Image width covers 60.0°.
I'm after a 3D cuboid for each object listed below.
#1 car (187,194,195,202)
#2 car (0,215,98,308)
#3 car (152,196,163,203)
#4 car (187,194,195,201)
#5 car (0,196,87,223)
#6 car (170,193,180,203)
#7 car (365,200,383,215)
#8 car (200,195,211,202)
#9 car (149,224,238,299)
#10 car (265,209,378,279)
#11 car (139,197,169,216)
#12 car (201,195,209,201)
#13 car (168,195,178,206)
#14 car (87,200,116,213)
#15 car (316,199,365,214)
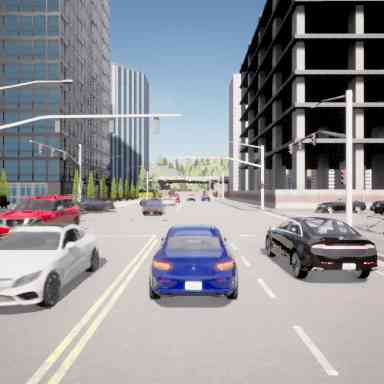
[{"bbox_3d":[-0.152,1.593,78.251,1.895,1.301,4.718,0,0,0],"label":"car"},{"bbox_3d":[-3.615,1.526,8.046,1.812,1.442,4.674,0,0,0],"label":"car"},{"bbox_3d":[-7.135,1.601,68.903,1.895,1.301,4.718,0,0,0],"label":"car"},{"bbox_3d":[-0.168,1.339,86.954,2.097,1.767,4.553,0,0,0],"label":"car"},{"bbox_3d":[-7.132,1.222,16.038,2.150,2.045,5.566,0,0,0],"label":"car"},{"bbox_3d":[-3.634,1.222,69.197,2.150,2.045,5.566,0,0,0],"label":"car"},{"bbox_3d":[19.762,1.166,31.142,5.566,2.045,2.150,0,0,0],"label":"car"},{"bbox_3d":[3.349,1.522,77.916,1.812,1.442,4.674,0,0,0],"label":"car"},{"bbox_3d":[0.044,1.526,8.314,1.812,1.442,4.674,0,0,0],"label":"car"},{"bbox_3d":[3.560,1.492,10.038,2.128,1.511,4.902,0,0,-1],"label":"car"},{"bbox_3d":[-3.657,1.518,32.481,2.033,1.411,5.357,0,0,0],"label":"car"},{"bbox_3d":[3.332,1.483,86.991,1.837,1.490,4.892,0,0,0],"label":"car"},{"bbox_3d":[-3.695,1.601,52.747,1.895,1.301,4.718,0,0,0],"label":"car"},{"bbox_3d":[-10.705,1.509,35.269,2.033,1.411,5.357,1,0,42],"label":"car"},{"bbox_3d":[15.516,1.436,34.631,4.902,1.511,2.128,0,0,0],"label":"car"}]
